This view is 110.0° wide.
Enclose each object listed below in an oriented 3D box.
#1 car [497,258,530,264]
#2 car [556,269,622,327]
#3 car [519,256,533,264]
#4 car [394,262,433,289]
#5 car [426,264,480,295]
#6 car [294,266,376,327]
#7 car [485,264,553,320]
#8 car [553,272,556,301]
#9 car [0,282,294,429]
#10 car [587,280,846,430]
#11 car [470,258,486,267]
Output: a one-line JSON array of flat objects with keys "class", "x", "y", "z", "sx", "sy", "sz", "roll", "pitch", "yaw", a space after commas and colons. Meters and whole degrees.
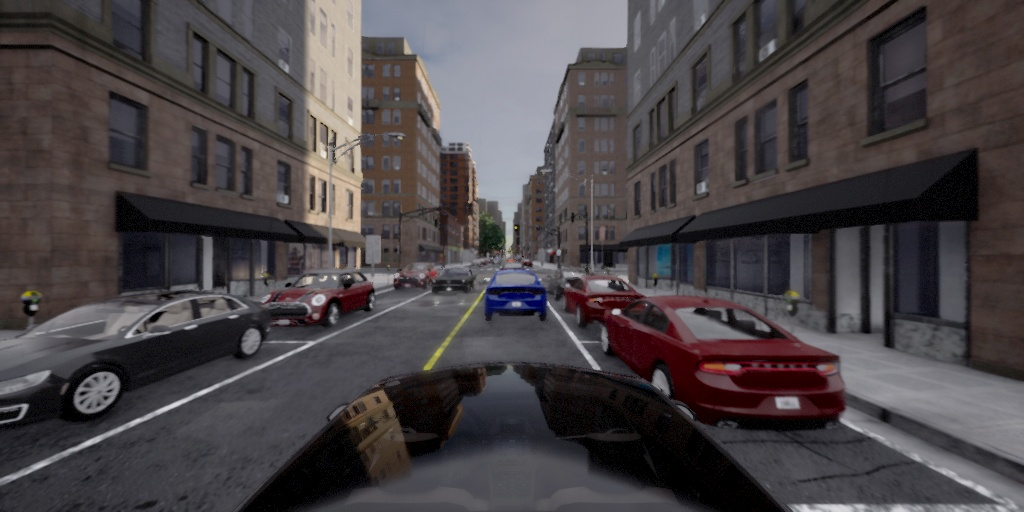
[{"class": "car", "x": 0.099, "y": 1.167, "z": 26.963, "sx": 1.882, "sy": 1.535, "sz": 5.008, "roll": 0, "pitch": 0, "yaw": 0}, {"class": "car", "x": 2.671, "y": 1.271, "z": 11.202, "sx": 1.888, "sy": 1.381, "sz": 4.507, "roll": 0, "pitch": 0, "yaw": 0}, {"class": "car", "x": 2.538, "y": 1.185, "z": 60.619, "sx": 1.888, "sy": 1.381, "sz": 4.507, "roll": 0, "pitch": 0, "yaw": -1}, {"class": "car", "x": -5.856, "y": 1.141, "z": 22.182, "sx": 1.967, "sy": 1.591, "sz": 4.097, "roll": 0, "pitch": 0, "yaw": 0}, {"class": "car", "x": -3.060, "y": 1.308, "z": 19.622, "sx": 1.895, "sy": 1.301, "sz": 4.718, "roll": 0, "pitch": 0, "yaw": 0}, {"class": "car", "x": -5.856, "y": 1.166, "z": 11.195, "sx": 1.967, "sy": 1.591, "sz": 4.097, "roll": 0, "pitch": 0, "yaw": 0}, {"class": "car", "x": 0.091, "y": 1.201, "z": 12.515, "sx": 1.882, "sy": 1.535, "sz": 5.008, "roll": 0, "pitch": 0, "yaw": -1}, {"class": "car", "x": 2.670, "y": 1.264, "z": 16.694, "sx": 2.007, "sy": 1.370, "sz": 4.403, "roll": 0, "pitch": 0, "yaw": 0}, {"class": "car", "x": -5.856, "y": 1.290, "z": 5.703, "sx": 2.007, "sy": 1.370, "sz": 4.403, "roll": 0, "pitch": 0, "yaw": 0}, {"class": "car", "x": 2.671, "y": 1.285, "z": 5.711, "sx": 1.888, "sy": 1.381, "sz": 4.507, "roll": 0, "pitch": 0, "yaw": 0}, {"class": "car", "x": -5.987, "y": 1.190, "z": 60.543, "sx": 2.007, "sy": 1.370, "sz": 4.403, "roll": 0, "pitch": 0, "yaw": -1}]
